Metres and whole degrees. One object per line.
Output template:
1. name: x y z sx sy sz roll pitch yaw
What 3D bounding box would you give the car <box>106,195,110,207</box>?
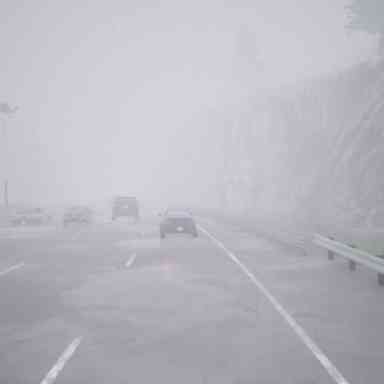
1. car: -13.348 1.537 56.640 2.150 2.045 5.566 0 0 -21

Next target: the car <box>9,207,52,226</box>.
1. car: -12.232 1.828 25.563 1.895 1.301 4.718 -1 0 -10

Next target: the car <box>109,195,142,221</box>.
1. car: -5.821 1.370 29.196 2.150 2.045 5.566 0 0 -11

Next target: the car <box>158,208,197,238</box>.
1. car: -0.847 1.579 18.075 1.812 1.442 4.674 0 0 -7

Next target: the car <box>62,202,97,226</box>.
1. car: -8.562 1.724 25.329 2.033 1.411 5.357 -1 0 -11

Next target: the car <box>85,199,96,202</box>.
1. car: -18.229 1.989 59.665 1.895 1.301 4.718 -1 0 -23

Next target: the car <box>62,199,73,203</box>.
1. car: -22.542 1.927 60.264 1.882 1.535 5.008 0 0 -23
